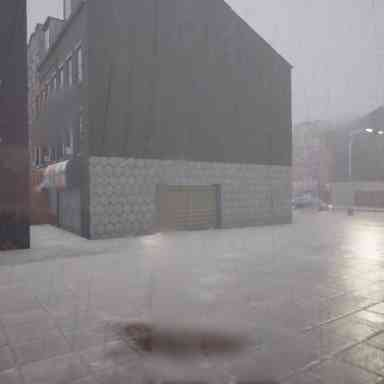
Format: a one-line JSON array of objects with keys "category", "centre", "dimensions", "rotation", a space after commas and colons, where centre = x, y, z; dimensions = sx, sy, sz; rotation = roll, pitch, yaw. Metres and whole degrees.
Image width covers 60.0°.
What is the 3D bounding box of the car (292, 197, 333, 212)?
[{"category": "car", "centre": [12.358, 1.289, 35.059], "dimensions": [2.128, 1.511, 4.902], "rotation": [-1, 1, -35]}]
